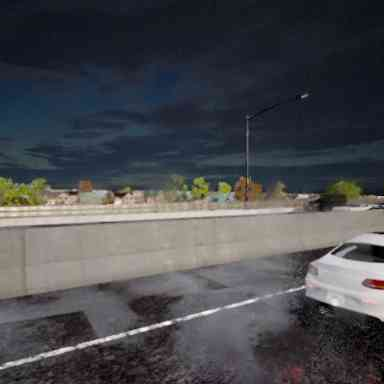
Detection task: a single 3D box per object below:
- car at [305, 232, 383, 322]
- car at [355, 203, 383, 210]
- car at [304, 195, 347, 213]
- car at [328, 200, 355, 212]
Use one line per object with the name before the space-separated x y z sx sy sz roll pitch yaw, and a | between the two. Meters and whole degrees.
car | 4.203 1.542 6.710 4.674 1.442 1.812 0 0 -35
car | 16.539 1.625 28.336 5.357 1.411 2.033 0 0 -34
car | 14.337 1.304 35.311 5.566 2.045 2.150 0 0 -34
car | 15.509 1.681 31.871 4.718 1.301 1.895 0 0 -34
